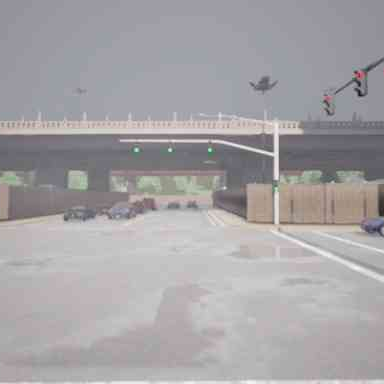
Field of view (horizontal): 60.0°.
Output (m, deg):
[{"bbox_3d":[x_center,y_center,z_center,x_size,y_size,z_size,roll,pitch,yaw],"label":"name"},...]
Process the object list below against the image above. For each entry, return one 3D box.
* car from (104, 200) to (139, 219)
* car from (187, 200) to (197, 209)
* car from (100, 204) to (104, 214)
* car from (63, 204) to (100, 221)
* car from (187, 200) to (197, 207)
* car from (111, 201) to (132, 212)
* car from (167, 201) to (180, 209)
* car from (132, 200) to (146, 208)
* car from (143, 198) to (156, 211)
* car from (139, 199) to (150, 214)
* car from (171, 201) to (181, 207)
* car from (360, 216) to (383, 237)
[{"bbox_3d":[-7.074,1.801,33.962,2.097,1.767,4.553,0,-1,0],"label":"car"},{"bbox_3d":[0.026,2.405,60.935,1.895,1.301,4.718,0,-1,0],"label":"car"},{"bbox_3d":[-10.574,2.091,39.901,1.994,1.385,4.181,0,-1,0],"label":"car"},{"bbox_3d":[-10.572,1.981,31.519,1.994,1.385,4.181,0,-1,1],"label":"car"},{"bbox_3d":[0.030,2.465,71.261,2.128,1.511,4.902,0,-1,0],"label":"car"},{"bbox_3d":[-10.567,2.152,50.008,2.128,1.511,4.902,0,-1,0],"label":"car"},{"bbox_3d":[-3.474,2.410,61.300,1.895,1.301,4.718,0,-1,0],"label":"car"},{"bbox_3d":[-10.474,2.391,66.006,1.837,1.490,4.892,0,-1,0],"label":"car"},{"bbox_3d":[-7.053,1.933,53.881,2.150,2.045,5.566,0,-1,0],"label":"car"},{"bbox_3d":[-7.068,2.048,43.188,1.882,1.535,5.008,0,-1,0],"label":"car"},{"bbox_3d":[-3.470,2.535,71.291,1.895,1.301,4.718,0,-1,0],"label":"car"},{"bbox_3d":[12.035,1.720,18.795,4.674,1.442,1.812,0,-1,1],"label":"car"}]
